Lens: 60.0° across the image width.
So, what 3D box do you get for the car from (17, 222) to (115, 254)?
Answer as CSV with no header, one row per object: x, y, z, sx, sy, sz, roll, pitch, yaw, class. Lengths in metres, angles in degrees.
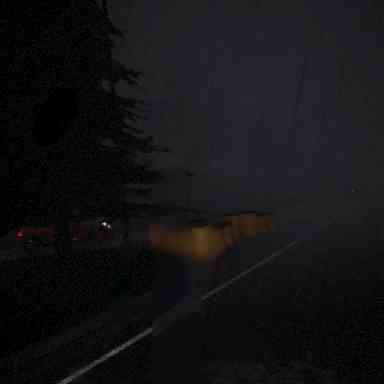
-6.320,1.865,16.913,4.553,1.767,2.097,-5,0,-20,car

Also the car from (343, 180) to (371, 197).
18.269,-0.314,37.137,1.994,1.385,4.181,-5,0,35,car

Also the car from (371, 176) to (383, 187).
29.421,-1.395,53.569,1.895,1.301,4.718,-5,0,34,car
